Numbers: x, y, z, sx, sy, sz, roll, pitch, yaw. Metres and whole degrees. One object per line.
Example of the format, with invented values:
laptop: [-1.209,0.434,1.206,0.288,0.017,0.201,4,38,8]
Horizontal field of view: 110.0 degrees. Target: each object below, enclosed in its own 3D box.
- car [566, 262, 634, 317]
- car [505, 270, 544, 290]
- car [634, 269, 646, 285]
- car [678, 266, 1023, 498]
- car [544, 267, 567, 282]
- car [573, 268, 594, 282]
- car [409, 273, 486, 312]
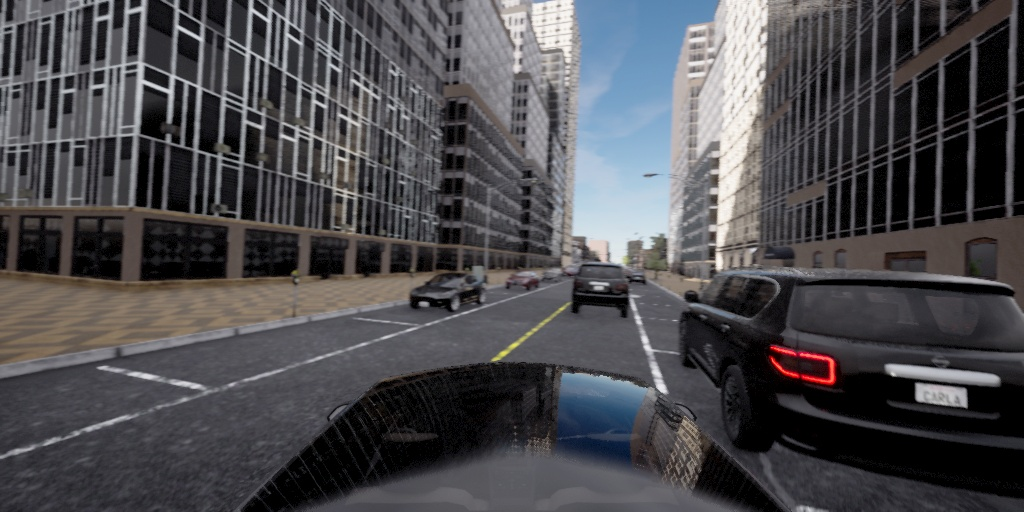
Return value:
car: [3.917,1.311,15.565,2.150,2.045,5.566,2,-1,17]
car: [0.799,1.647,25.486,1.802,1.307,4.207,0,0,17]
car: [13.703,2.370,39.429,1.948,1.339,4.313,0,0,17]
car: [3.969,1.198,5.250,2.150,2.045,5.566,2,-1,17]
car: [4.056,1.887,36.393,2.007,1.370,4.403,0,0,17]
car: [8.326,2.109,41.345,1.812,1.442,4.674,2,-1,17]
car: [-2.458,1.358,14.583,1.948,1.339,4.313,0,0,17]
